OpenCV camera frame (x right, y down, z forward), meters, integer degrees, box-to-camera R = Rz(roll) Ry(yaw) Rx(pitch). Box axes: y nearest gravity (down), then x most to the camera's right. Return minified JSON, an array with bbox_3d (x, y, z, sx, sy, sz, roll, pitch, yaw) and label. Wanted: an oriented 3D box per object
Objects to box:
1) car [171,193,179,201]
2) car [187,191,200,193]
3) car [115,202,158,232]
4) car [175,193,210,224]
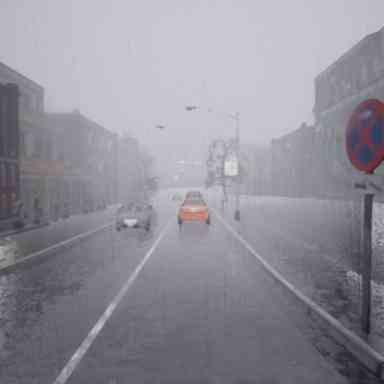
[{"bbox_3d":[-2.757,0.969,61.411,1.837,1.490,4.892,0,1,1],"label":"car"},{"bbox_3d":[0.253,0.875,42.711,2.150,2.045,5.566,0,1,0],"label":"car"},{"bbox_3d":[-3.110,1.379,19.327,2.128,1.511,4.902,0,1,0],"label":"car"},{"bbox_3d":[0.148,1.198,23.471,2.097,1.767,4.553,0,1,0],"label":"car"}]
